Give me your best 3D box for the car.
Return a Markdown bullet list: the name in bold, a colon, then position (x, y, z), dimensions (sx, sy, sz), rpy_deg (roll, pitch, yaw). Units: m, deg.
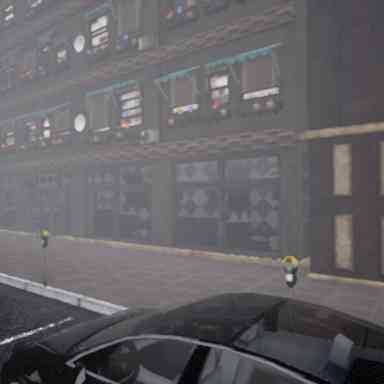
- **car**: position (0.180, 1.577, 2.751), dimensions (4.313, 1.339, 1.947), rpy_deg (-1, -1, 35)
